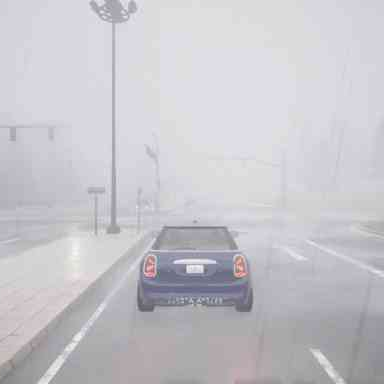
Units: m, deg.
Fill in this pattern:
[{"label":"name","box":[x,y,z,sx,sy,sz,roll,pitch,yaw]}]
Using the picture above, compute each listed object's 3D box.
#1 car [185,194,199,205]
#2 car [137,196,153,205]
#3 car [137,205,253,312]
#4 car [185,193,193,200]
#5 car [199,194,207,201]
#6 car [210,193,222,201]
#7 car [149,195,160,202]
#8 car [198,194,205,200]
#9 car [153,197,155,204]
[{"label":"car","box":[-0.176,1.526,54.699,1.812,1.442,4.674,0,0,-1]},{"label":"car","box":[-8.299,1.505,57.040,1.837,1.490,4.892,0,0,-1]},{"label":"car","box":[0.069,1.352,7.880,2.097,1.767,4.553,0,0,0]},{"label":"car","box":[-0.840,1.189,95.559,2.150,2.045,5.566,0,0,-1]},{"label":"car","box":[2.828,1.513,85.262,1.812,1.442,4.674,0,0,-1]},{"label":"car","box":[6.333,1.215,84.992,2.150,2.045,5.566,0,0,-1]},{"label":"car","box":[-8.535,1.540,76.687,2.033,1.411,5.357,0,0,-1]},{"label":"car","box":[2.660,1.442,95.586,1.882,1.535,5.008,0,0,-1]},{"label":"car","box":[-8.389,1.505,66.249,1.837,1.490,4.892,0,0,0]}]
